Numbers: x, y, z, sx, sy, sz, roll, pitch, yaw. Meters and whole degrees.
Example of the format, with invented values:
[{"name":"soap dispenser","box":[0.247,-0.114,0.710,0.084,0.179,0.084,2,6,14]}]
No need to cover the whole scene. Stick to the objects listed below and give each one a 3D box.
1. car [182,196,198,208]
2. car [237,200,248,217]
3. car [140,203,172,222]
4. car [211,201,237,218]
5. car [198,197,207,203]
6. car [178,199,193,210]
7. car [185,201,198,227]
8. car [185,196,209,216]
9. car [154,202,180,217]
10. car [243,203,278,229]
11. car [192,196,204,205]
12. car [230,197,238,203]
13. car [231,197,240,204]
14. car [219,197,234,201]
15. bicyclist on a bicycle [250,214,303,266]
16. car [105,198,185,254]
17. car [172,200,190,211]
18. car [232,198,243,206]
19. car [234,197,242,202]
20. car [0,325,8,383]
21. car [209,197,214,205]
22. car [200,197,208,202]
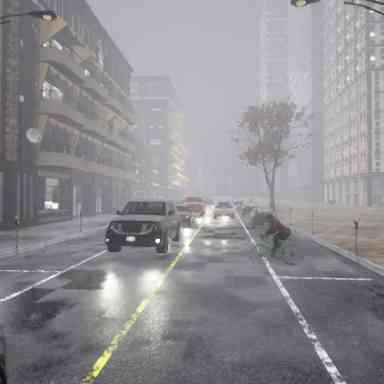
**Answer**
[{"name":"car","box":[-0.338,1.689,56.578,2.192,1.841,5.009,1,0,6]},{"name":"car","box":[5.846,1.777,33.591,2.008,1.369,4.403,1,0,6]},{"name":"car","box":[-3.032,1.745,28.859,1.947,1.339,4.313,1,0,6]},{"name":"car","box":[3.107,1.813,32.321,1.895,1.301,4.718,0,0,6]},{"name":"car","box":[2.886,2.180,89.836,1.947,1.339,4.313,1,0,6]},{"name":"car","box":[-0.896,1.859,50.863,1.752,1.417,4.829,1,0,6]},{"name":"car","box":[-0.841,1.681,24.642,1.812,1.442,4.674,0,0,6]},{"name":"car","box":[0.243,1.450,35.319,2.150,2.045,5.566,0,0,6]},{"name":"car","box":[-2.494,1.769,34.402,2.008,1.369,4.403,1,0,6]},{"name":"car","box":[4.770,1.701,22.504,2.008,1.369,4.403,1,0,6]},{"name":"car","box":[1.276,1.809,73.207,2.192,1.841,5.009,1,0,6]},{"name":"car","box":[11.229,2.063,89.027,1.967,1.590,4.097,1,0,6]},{"name":"car","box":[10.153,1.982,77.939,1.967,1.590,4.097,1,0,6]},{"name":"car","box":[4.501,1.792,46.732,1.882,1.535,5.008,0,0,6]},{"name":"bicyclist on a bicycle","box":[2.617,1.512,10.386,1.656,1.620,0.582,-2,-1,6]},{"name":"car","box":[-1.848,1.307,14.325,2.150,2.045,5.566,0,-1,6]},{"name":"car","box":[-1.419,1.861,45.489,1.947,1.339,4.313,1,0,6]},{"name":"car","box":[9.075,2.013,66.851,2.008,1.369,4.403,1,0,6]},{"name":"car","box":[6.939,1.830,44.848,1.752,1.417,4.829,1,0,6]},{"name":"car","box":[-2.926,1.349,1.361,2.097,1.767,4.553,0,0,3]},{"name":"car","box":[3.283,1.802,66.415,2.097,1.767,4.553,0,0,6]},{"name":"car","box":[3.424,2.206,95.380,2.008,1.369,4.403,1,0,6]}]
